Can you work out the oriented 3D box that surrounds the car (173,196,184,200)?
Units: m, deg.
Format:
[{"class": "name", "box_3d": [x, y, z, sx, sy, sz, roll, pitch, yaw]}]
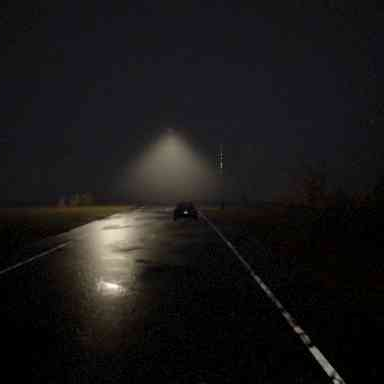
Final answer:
[{"class": "car", "box_3d": [-2.160, 1.406, 53.283, 2.033, 1.649, 4.856, 0, 0, -4]}]

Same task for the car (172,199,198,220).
[{"class": "car", "box_3d": [-0.560, 1.550, 27.828, 1.994, 1.385, 4.181, 0, 0, -2]}]
